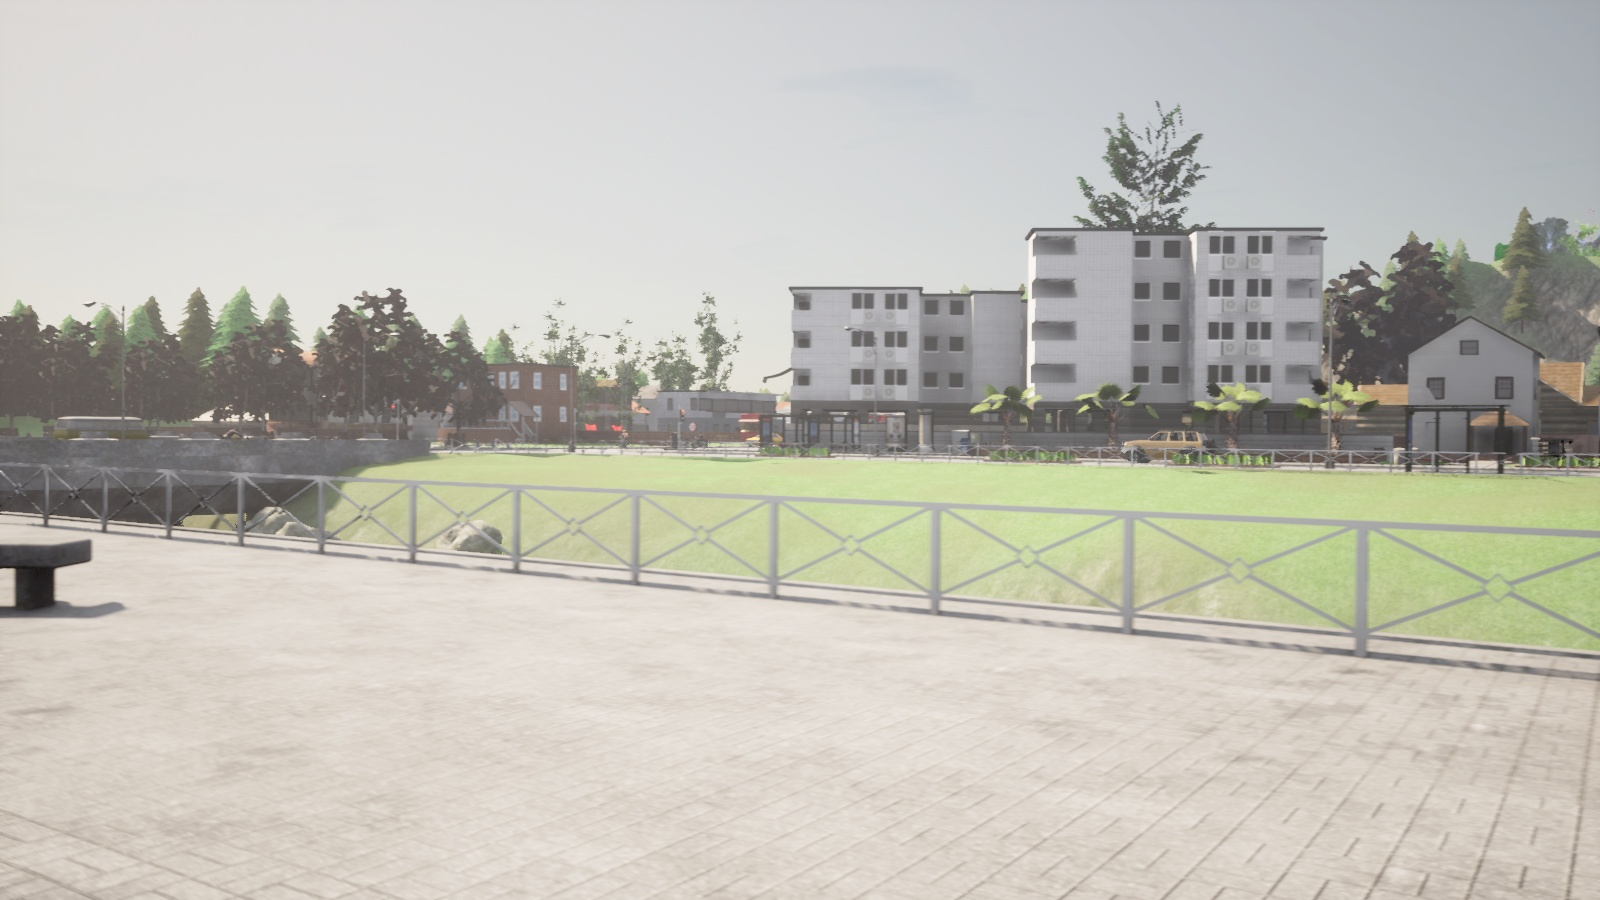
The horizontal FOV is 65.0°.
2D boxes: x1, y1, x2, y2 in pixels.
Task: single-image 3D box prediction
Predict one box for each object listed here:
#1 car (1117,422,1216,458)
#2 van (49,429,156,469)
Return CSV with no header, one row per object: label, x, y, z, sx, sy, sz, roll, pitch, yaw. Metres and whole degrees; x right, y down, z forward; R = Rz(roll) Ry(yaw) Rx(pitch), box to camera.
car,19.139,-0.520,65.583,4.605,1.855,1.932,0,1,34
van,-35.636,-0.070,64.228,1.775,1.987,4.442,0,1,34
